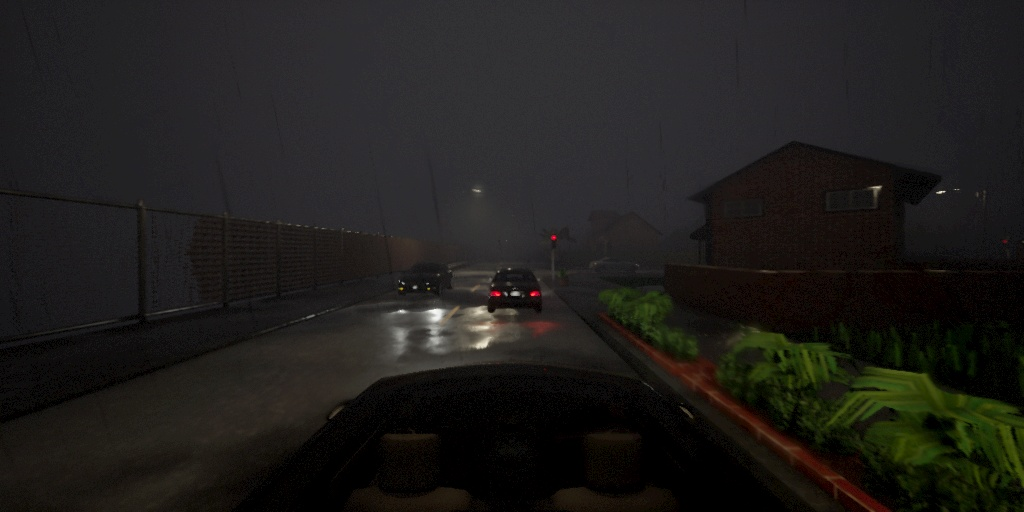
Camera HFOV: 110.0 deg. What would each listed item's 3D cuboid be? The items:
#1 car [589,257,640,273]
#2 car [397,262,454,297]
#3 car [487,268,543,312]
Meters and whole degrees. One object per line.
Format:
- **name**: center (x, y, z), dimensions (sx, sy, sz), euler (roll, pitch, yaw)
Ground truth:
- **car**: center (9.740, 0.849, 34.183), dimensions (4.674, 1.442, 1.812), euler (0, 0, 1)
- **car**: center (-4.045, 1.049, 17.406), dimensions (1.837, 1.490, 4.892), euler (0, 0, 0)
- **car**: center (0.096, 1.146, 13.224), dimensions (2.033, 1.411, 5.357), euler (0, 1, 0)
